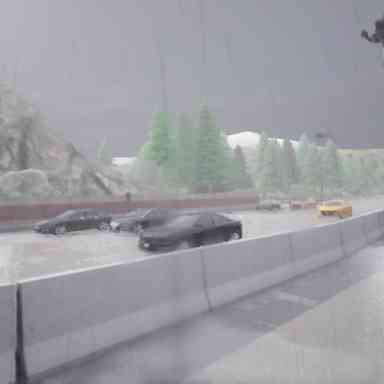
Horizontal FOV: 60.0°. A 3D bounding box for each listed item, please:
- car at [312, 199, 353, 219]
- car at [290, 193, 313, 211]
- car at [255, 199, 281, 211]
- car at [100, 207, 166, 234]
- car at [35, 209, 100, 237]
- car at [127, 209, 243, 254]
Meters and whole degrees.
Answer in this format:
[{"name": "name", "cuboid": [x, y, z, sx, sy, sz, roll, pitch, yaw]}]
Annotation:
[{"name": "car", "cuboid": [12.330, 1.435, 28.488, 1.882, 1.535, 5.008, -2, -1, 38]}, {"name": "car", "cuboid": [14.059, 1.379, 41.994, 2.097, 1.767, 4.553, -2, -1, 38]}, {"name": "car", "cuboid": [9.743, 1.655, 42.178, 1.812, 1.442, 4.674, -2, -1, 39]}, {"name": "car", "cuboid": [-2.837, 1.736, 20.717, 2.128, 1.511, 4.902, -2, -1, 41]}, {"name": "car", "cuboid": [-7.303, 1.853, 21.000, 1.837, 1.490, 4.892, -1, 0, 43]}, {"name": "car", "cuboid": [0.102, 1.595, 13.621, 1.882, 1.535, 5.008, -1, 0, 44]}]
